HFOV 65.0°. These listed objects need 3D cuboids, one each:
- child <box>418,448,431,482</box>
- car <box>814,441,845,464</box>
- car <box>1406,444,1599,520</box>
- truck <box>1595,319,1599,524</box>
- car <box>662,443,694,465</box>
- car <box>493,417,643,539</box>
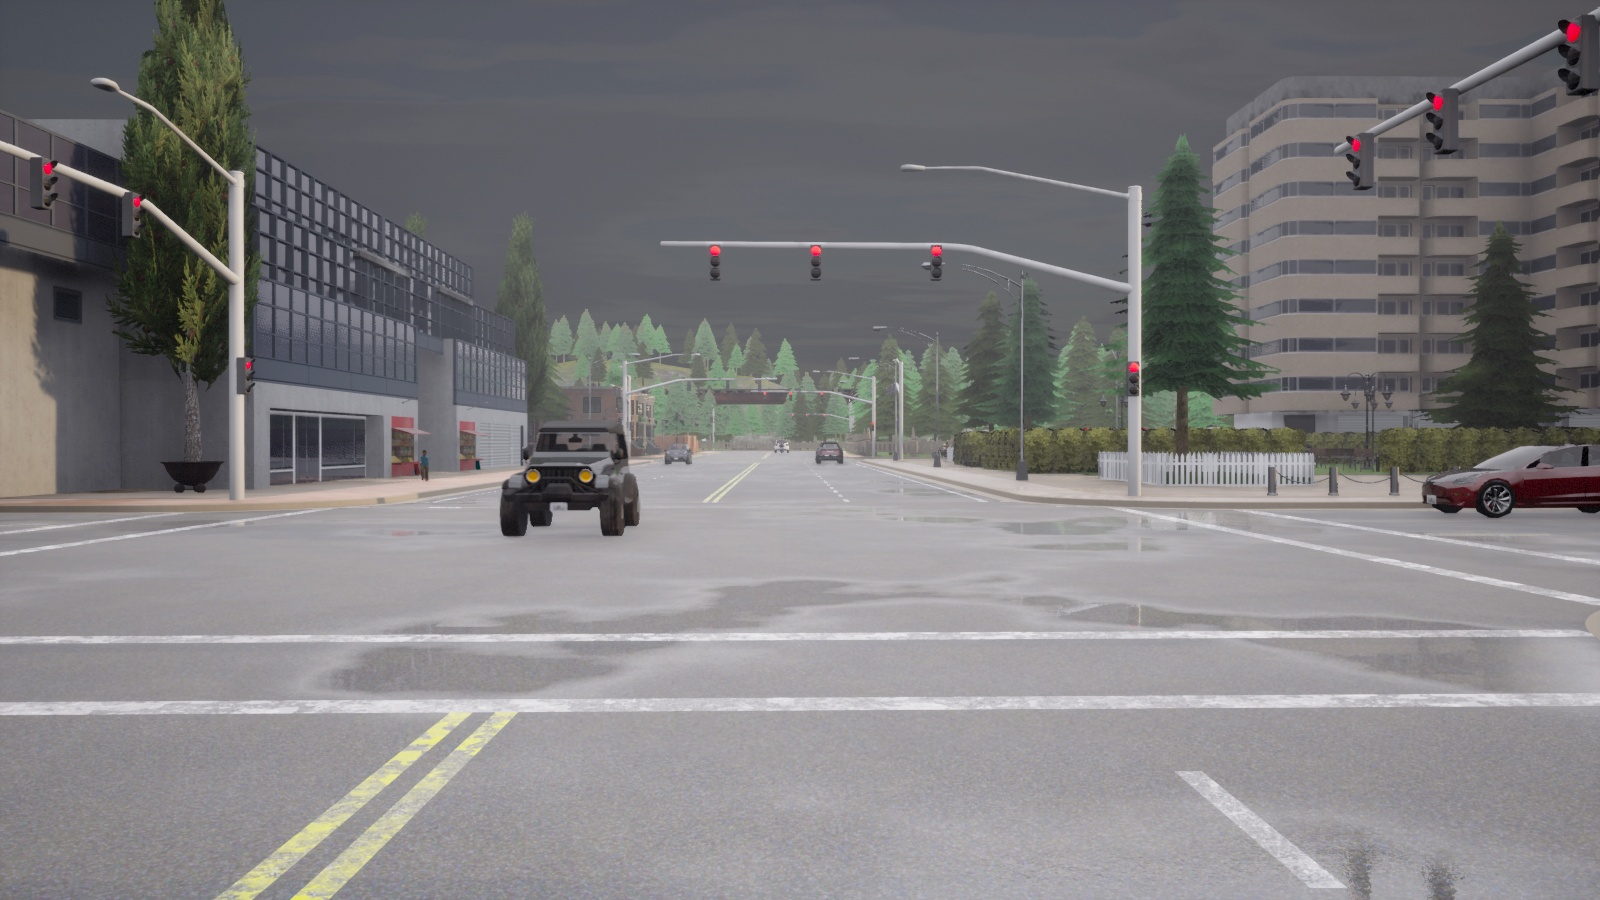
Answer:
[{"bbox_3d":[-13.135,0.526,43.948,0.343,1.192,0.448,0,0,-3],"label":"child"},{"bbox_3d":[2.115,0.165,90.991,2.033,1.649,4.856,0,0,-1],"label":"car"},{"bbox_3d":[15.302,0.614,25.652,4.792,1.488,2.163,0,0,-1],"label":"car"},{"bbox_3d":[19.204,-0.528,22.210,8.468,3.827,2.891,0,0,-1],"label":"truck"},{"bbox_3d":[-8.311,0.270,85.646,1.845,1.501,3.633,0,0,-1],"label":"car"},{"bbox_3d":[-3.792,0.420,21.160,1.905,1.878,3.866,0,0,-1],"label":"car"}]
